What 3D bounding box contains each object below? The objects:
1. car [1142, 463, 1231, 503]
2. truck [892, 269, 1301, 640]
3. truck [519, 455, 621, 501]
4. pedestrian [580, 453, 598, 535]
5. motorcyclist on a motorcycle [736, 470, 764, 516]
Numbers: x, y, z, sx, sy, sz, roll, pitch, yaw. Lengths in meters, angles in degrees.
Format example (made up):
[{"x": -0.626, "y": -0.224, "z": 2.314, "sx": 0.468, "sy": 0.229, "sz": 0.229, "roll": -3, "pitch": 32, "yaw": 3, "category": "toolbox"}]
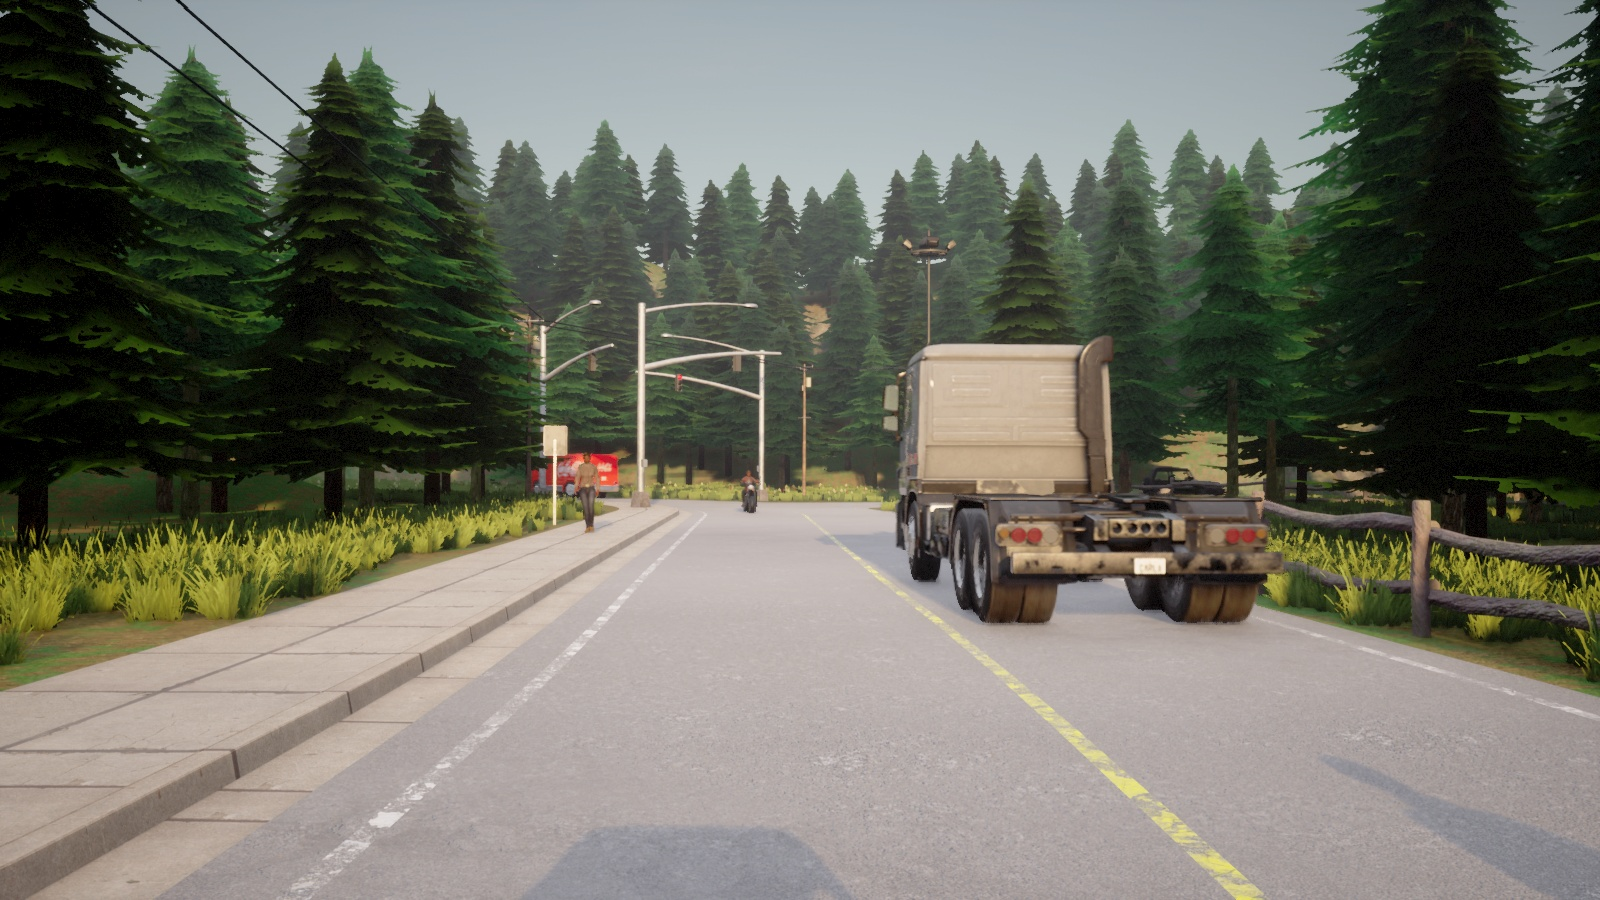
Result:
[{"x": 18.656, "y": 1.590, "z": 60.782, "sx": 3.866, "sy": 1.878, "sz": 1.905, "roll": 0, "pitch": -1, "yaw": 10, "category": "car"}, {"x": 3.079, "y": 0.092, "z": 15.748, "sx": 2.891, "sy": 3.462, "sz": 7.936, "roll": 0, "pitch": -1, "yaw": -3, "category": "truck"}, {"x": -12.748, "y": 1.555, "z": 69.534, "sx": 5.204, "sy": 2.467, "sz": 2.627, "roll": -1, "pitch": -1, "yaw": 34, "category": "truck"}, {"x": -4.748, "y": 0.978, "z": 28.266, "sx": 0.328, "sy": 1.805, "sz": 0.869, "roll": 0, "pitch": -1, "yaw": -6, "category": "pedestrian"}, {"x": -1.857, "y": 1.565, "z": 46.741, "sx": 0.766, "sy": 1.649, "sz": 2.350, "roll": 0, "pitch": -1, "yaw": -9, "category": "motorcyclist on a motorcycle"}]
